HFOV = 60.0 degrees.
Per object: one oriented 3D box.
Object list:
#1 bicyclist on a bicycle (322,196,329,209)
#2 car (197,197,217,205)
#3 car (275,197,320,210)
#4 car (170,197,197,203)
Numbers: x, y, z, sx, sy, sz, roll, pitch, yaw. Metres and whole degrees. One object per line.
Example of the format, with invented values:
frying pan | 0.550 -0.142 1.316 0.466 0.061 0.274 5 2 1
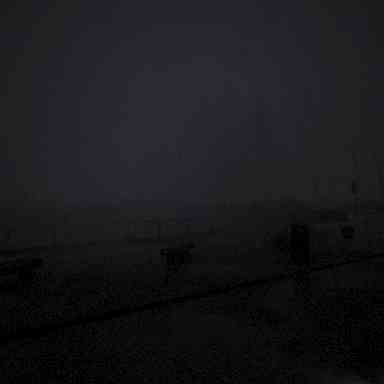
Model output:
bicyclist on a bicycle | 16.603 1.349 41.360 1.656 1.620 0.582 0 0 -35
car | 2.007 1.547 54.553 2.033 1.411 5.357 0 0 -35
car | 10.983 1.352 34.761 2.097 1.767 4.553 0 0 -35
car | -1.819 1.492 52.906 2.128 1.511 4.902 0 0 -35
